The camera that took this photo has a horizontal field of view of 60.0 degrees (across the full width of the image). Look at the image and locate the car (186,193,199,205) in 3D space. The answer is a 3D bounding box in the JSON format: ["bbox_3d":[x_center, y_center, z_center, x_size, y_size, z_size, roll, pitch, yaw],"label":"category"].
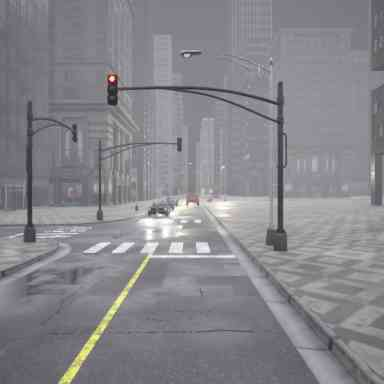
[{"bbox_3d":[0.123,1.233,58.605,2.150,2.045,5.566,0,0,0],"label":"car"}]

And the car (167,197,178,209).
[{"bbox_3d":[-3.084,1.603,41.281,1.895,1.301,4.718,0,0,0],"label":"car"}]

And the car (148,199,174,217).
[{"bbox_3d":[-3.087,1.601,31.937,1.895,1.301,4.718,0,0,0],"label":"car"}]
